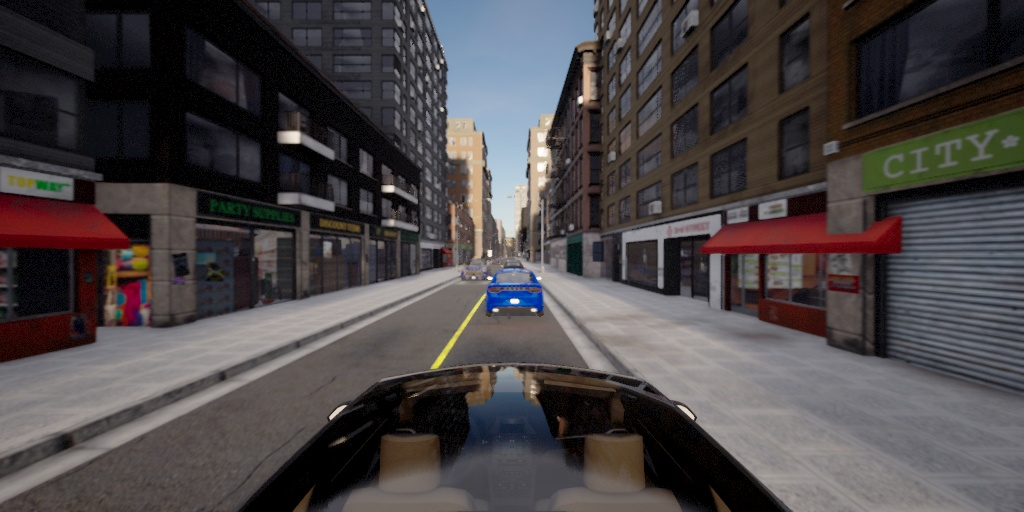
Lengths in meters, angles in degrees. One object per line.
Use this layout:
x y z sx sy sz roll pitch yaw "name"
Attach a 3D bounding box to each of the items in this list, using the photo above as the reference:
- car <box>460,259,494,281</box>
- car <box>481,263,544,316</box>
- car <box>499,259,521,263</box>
-2.834 1.014 28.770 2.097 1.767 4.553 0 0 0 "car"
0.094 1.192 13.253 1.882 1.535 5.008 0 0 0 "car"
0.112 1.161 30.177 1.837 1.490 4.892 0 0 0 "car"
